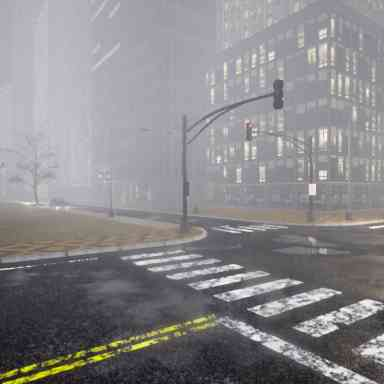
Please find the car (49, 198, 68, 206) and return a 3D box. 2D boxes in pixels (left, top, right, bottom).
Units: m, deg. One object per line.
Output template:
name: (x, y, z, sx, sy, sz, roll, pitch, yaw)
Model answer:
car: (-21.749, 1.606, 54.191, 1.895, 1.301, 4.718, 0, 0, -35)
